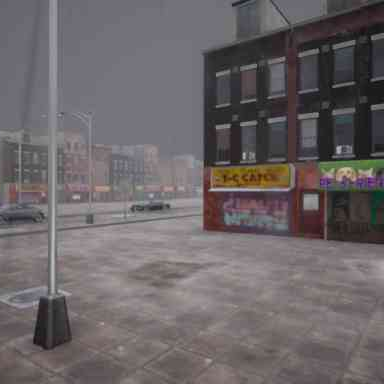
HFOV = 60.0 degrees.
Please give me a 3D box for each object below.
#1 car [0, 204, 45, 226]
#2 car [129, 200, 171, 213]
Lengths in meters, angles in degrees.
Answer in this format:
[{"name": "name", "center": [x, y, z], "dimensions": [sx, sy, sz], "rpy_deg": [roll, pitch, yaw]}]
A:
[{"name": "car", "center": [-12.622, 1.515, 23.386], "dimensions": [1.994, 1.385, 4.181], "rpy_deg": [0, 0, 36]}, {"name": "car", "center": [-4.385, 1.499, 35.049], "dimensions": [1.895, 1.301, 4.718], "rpy_deg": [0, 0, 35]}]
